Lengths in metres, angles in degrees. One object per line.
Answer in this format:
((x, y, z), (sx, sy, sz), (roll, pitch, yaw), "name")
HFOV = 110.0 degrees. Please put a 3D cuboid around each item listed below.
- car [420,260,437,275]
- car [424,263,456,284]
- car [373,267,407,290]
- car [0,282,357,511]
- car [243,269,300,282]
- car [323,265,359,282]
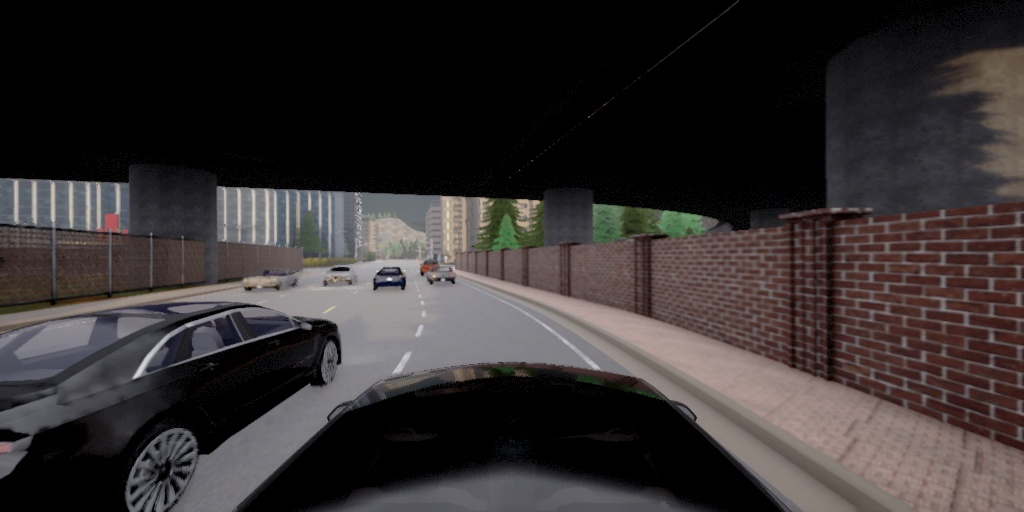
((-9.399, 1.249, 41.035), (2.097, 1.767, 4.553), (0, 0, -16), "car")
((-5.555, 1.444, 27.891), (1.895, 1.301, 4.718), (0, 0, -16), "car")
((-8.089, 1.414, 23.985), (1.994, 1.385, 4.181), (0, 0, -16), "car")
((-3.663, 1.270, 4.096), (2.128, 1.511, 4.902), (0, 0, -4), "car")
((-15.229, 1.494, 22.883), (1.895, 1.301, 4.718), (0, 0, -16), "car")
((-12.728, 1.412, 26.806), (1.812, 1.442, 4.674), (0, 0, -16), "car")
